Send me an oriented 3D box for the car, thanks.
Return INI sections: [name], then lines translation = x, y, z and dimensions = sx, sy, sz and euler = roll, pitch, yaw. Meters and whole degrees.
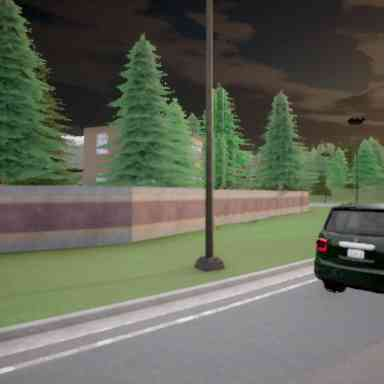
[car]
translation = 5.092, 1.265, 8.021
dimensions = 5.566, 2.045, 2.150
euler = 0, 0, -41
